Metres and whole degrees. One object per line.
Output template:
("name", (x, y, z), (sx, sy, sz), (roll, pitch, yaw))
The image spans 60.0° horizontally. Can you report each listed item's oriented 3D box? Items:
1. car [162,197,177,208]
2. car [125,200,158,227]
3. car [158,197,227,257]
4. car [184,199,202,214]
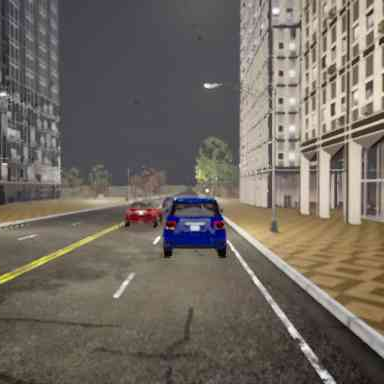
("car", (-3.170, 1.476, 47.797), (1.812, 1.442, 4.674), (0, 0, 0))
("car", (-3.159, 1.334, 22.699), (2.097, 1.767, 4.553), (0, 0, 0))
("car", (0.096, 1.210, 13.014), (2.150, 2.045, 5.566), (0, 0, 0))
("car", (0.085, 1.489, 36.400), (1.812, 1.442, 4.674), (0, 0, 0))
